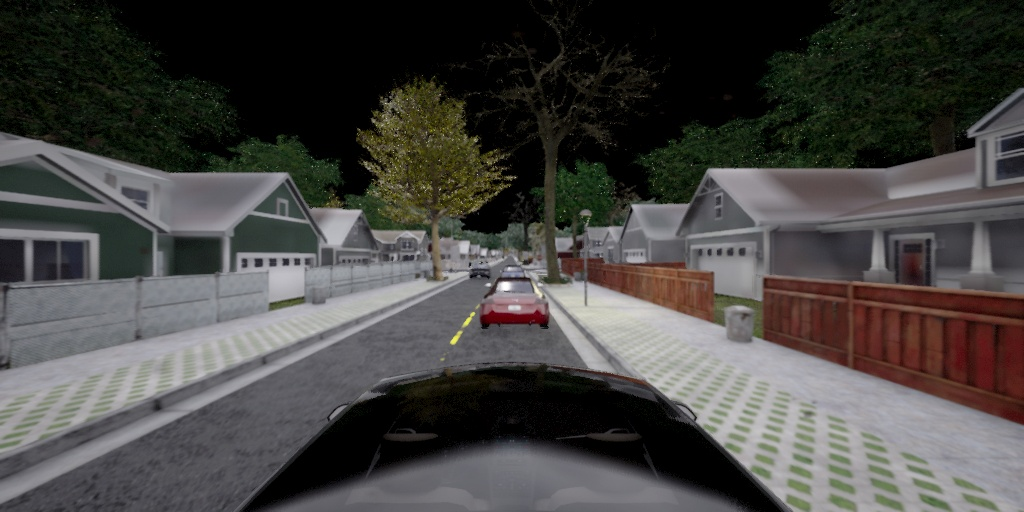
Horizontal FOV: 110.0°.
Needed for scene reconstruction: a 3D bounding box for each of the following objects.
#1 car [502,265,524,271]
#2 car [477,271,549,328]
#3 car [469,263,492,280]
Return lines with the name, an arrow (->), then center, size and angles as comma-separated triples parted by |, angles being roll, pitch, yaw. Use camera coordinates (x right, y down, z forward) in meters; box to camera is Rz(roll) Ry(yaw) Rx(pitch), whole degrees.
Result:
car -> 0.074, 1.382, 26.533 | 2.033, 1.411, 5.357 | 0, 0, 0
car -> 0.077, 1.349, 11.537 | 1.994, 1.385, 4.181 | 0, 0, 0
car -> -2.848, 1.406, 33.534 | 2.033, 1.411, 5.357 | 0, 0, 0
